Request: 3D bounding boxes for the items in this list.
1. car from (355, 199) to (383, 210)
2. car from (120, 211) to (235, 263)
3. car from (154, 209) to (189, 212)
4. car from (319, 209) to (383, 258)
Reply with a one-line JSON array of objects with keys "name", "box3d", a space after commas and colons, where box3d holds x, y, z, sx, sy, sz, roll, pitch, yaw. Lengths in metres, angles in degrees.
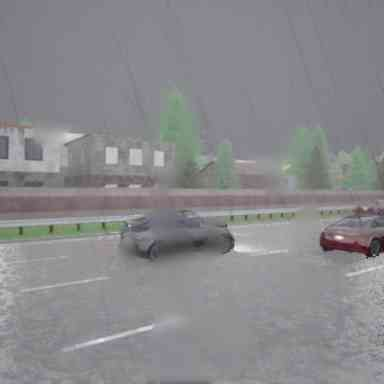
[{"name": "car", "box3d": [15.457, 1.378, 27.529, 4.553, 1.767, 2.097, 0, 0, -35]}, {"name": "car", "box3d": [-0.444, 1.568, 12.029, 4.181, 1.385, 1.994, 0, 0, -35]}, {"name": "car", "box3d": [-0.713, 1.552, 16.112, 5.357, 1.411, 2.033, 0, 0, -35]}, {"name": "car", "box3d": [6.815, 1.575, 12.852, 4.181, 1.385, 1.994, 0, 0, -35]}]
